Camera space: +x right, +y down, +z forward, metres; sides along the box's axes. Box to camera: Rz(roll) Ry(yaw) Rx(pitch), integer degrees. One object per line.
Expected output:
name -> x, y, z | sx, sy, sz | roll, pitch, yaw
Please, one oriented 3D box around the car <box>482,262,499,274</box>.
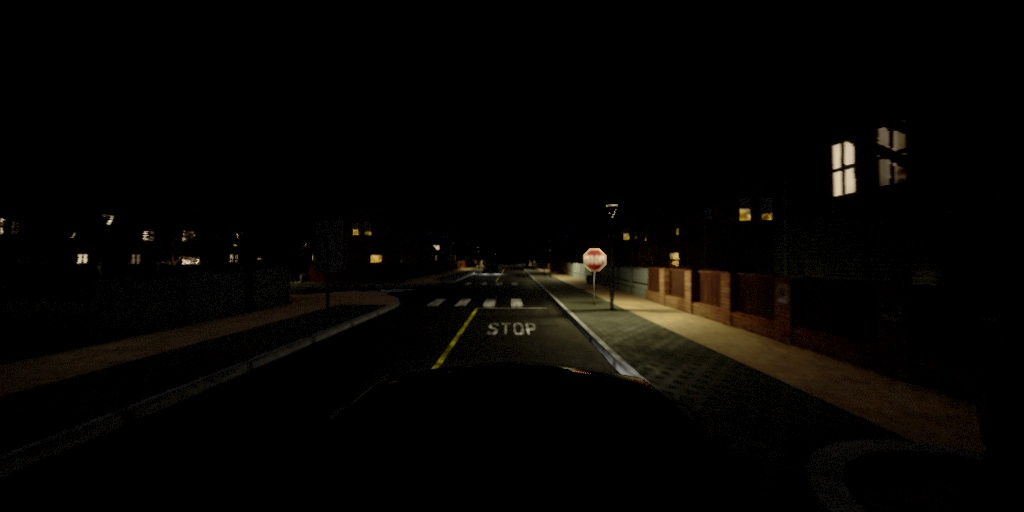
car -> -2.729, 1.516, 47.070 | 1.812, 1.442, 4.674 | 0, 0, 0
